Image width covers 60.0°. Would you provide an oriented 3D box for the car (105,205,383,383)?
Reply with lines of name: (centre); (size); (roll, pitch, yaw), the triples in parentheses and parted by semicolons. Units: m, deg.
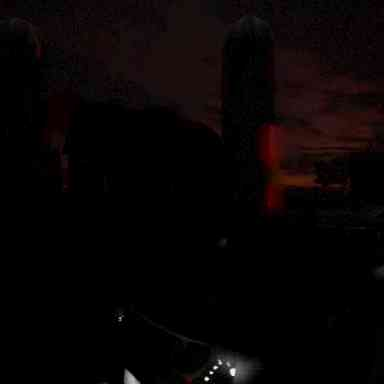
car: (1.763, 1.232, 4.330); (5.566, 2.045, 2.150); (0, 0, -35)
